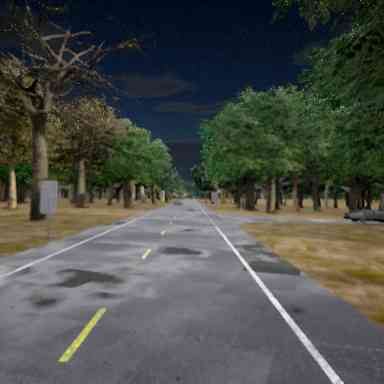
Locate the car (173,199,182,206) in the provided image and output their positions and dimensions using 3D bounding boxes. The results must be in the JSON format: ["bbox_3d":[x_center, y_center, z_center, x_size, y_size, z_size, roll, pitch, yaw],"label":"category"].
[{"bbox_3d":[-3.504,2.596,83.143,2.097,1.767,4.553,0,-1,0],"label":"car"}]

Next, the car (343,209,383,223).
[{"bbox_3d":[18.898,2.561,35.171,5.357,1.411,2.033,2,-1,-2],"label":"car"}]
